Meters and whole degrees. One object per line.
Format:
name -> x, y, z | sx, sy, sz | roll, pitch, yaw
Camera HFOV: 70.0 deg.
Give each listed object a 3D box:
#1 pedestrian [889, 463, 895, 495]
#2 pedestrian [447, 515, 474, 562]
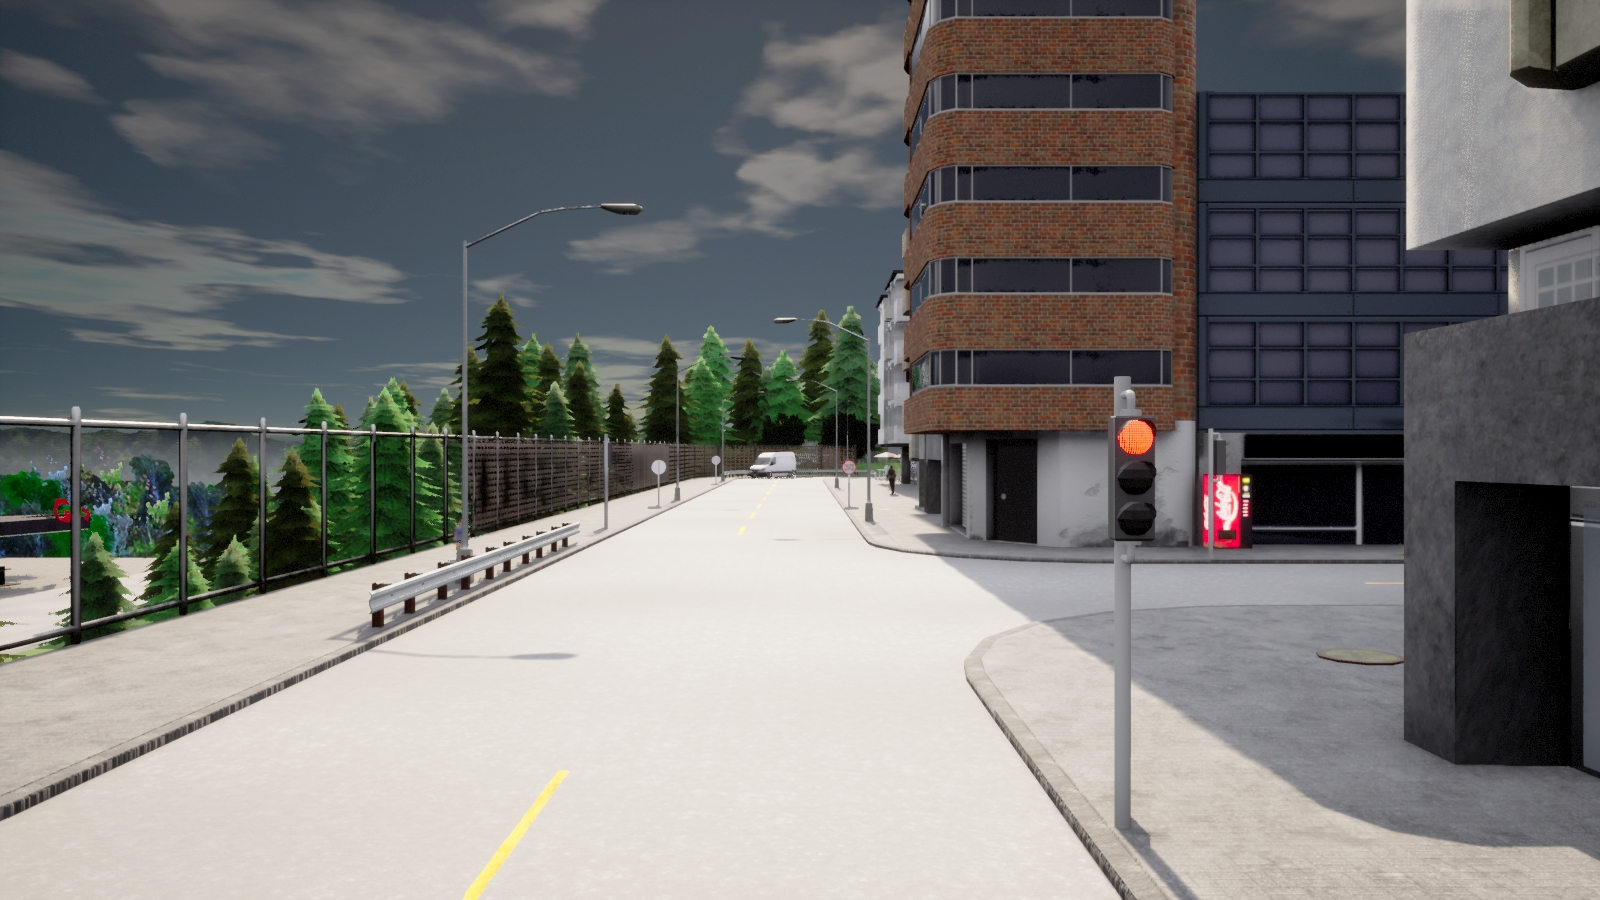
pedestrian -> 5.462, 1.718, 67.847 | 0.375, 1.860, 0.375 | 0, 0, 3
pedestrian -> -8.119, 2.114, 27.351 | 0.500, 1.100, 0.500 | 0, 0, 0
